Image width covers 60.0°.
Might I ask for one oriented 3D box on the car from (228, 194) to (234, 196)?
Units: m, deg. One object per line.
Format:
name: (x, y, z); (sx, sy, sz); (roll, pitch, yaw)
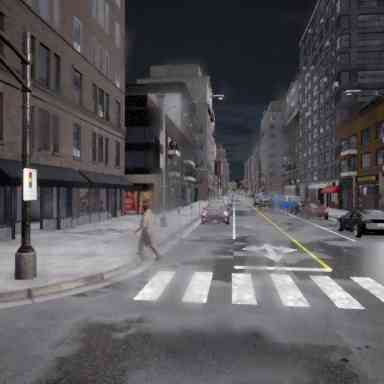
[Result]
car: (5.217, 1.458, 51.281); (1.967, 1.590, 4.097); (0, 0, 7)

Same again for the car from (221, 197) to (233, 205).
car: (6.598, 1.584, 62.216); (2.008, 1.369, 4.403); (0, 0, 7)

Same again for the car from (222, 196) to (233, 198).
car: (3.837, 1.557, 40.346); (2.008, 1.369, 4.403); (0, 0, 7)

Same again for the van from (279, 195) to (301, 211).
van: (11.799, 1.362, 39.341); (1.690, 1.788, 3.998); (0, 0, 7)

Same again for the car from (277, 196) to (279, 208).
car: (12.489, 1.577, 44.808); (2.008, 1.369, 4.403); (0, 0, 7)

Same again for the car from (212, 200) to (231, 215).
car: (3.146, 1.584, 34.879); (1.802, 1.307, 4.206); (0, 0, 7)

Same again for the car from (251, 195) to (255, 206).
car: (11.131, 1.635, 55.101); (1.895, 1.301, 4.718); (0, 0, 7)

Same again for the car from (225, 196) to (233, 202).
car: (8.670, 1.639, 78.618); (1.802, 1.307, 4.206); (0, 0, 7)

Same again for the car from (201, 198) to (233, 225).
car: (1.766, 1.438, 23.944); (1.967, 1.590, 4.097); (0, 0, 7)

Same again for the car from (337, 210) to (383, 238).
car: (9.037, 1.577, 17.471); (1.947, 1.339, 4.313); (0, 0, 7)

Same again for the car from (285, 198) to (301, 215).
car: (11.108, 1.582, 33.874); (1.947, 1.339, 4.313); (0, 0, 7)

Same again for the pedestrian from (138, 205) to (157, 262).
pedestrian: (-1.442, 1.287, 10.773); (0.375, 1.860, 0.375); (0, 0, 7)

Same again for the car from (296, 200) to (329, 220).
car: (10.418, 1.595, 28.407); (1.802, 1.307, 4.206); (0, 0, 7)

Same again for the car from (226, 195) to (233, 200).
car: (10.741, 1.644, 95.021); (1.947, 1.339, 4.313); (0, 0, 7)

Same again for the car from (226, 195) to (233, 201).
car: (10.051, 1.616, 89.554); (1.887, 1.381, 4.507); (0, 0, 7)

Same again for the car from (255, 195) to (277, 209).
car: (9.872, 1.526, 44.734); (1.837, 1.490, 4.892); (0, 0, 8)
